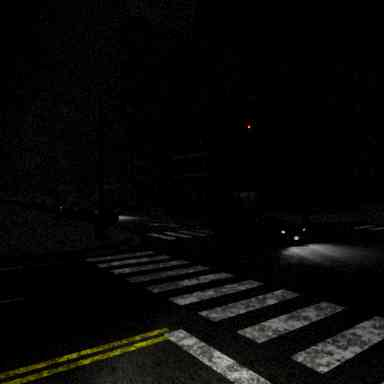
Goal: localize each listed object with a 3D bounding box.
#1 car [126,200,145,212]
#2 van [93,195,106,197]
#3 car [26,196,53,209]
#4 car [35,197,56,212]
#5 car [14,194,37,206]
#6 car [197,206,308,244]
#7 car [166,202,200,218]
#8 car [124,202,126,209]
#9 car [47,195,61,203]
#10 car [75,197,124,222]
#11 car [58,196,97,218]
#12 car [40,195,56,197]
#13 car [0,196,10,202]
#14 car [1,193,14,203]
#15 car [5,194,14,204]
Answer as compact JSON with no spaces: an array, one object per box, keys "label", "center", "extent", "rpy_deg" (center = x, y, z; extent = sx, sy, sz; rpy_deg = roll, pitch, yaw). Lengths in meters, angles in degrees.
[{"label":"car","center":[-7.054,1.595,39.330],"extent":[1.802,1.307,4.206],"rpy_deg":[0,0,-35]},{"label":"van","center":[-13.444,1.357,48.310],"extent":[1.690,1.788,3.998],"rpy_deg":[0,0,-35]},{"label":"car","center":[-19.982,1.535,43.657],"extent":[2.008,1.369,4.403],"rpy_deg":[0,0,-35]},{"label":"car","center":[-16.787,1.564,39.167],"extent":[1.802,1.307,4.206],"rpy_deg":[0,0,-35]},{"label":"car","center":[-26.373,1.432,52.637],"extent":[1.967,1.590,4.097],"rpy_deg":[0,0,-35]},{"label":"car","center":[2.812,1.545,16.077],"extent":[2.033,1.411,5.357],"rpy_deg":[0,0,-36]},{"label":"car","center":[-0.663,1.581,30.349],"extent":[1.947,1.339,4.313],"rpy_deg":[0,0,-35]},{"label":"car","center":[-8.732,1.539,32.226],"extent":[2.033,1.411,5.357],"rpy_deg":[0,0,-35]},{"label":"car","center":[-29.419,1.480,70.760],"extent":[1.967,1.590,4.097],"rpy_deg":[0,0,-35]},{"label":"car","center":[-7.202,1.423,25.697],"extent":[1.967,1.590,4.097],"rpy_deg":[0,0,-35]},{"label":"car","center":[-10.397,1.422,30.187],"extent":[1.967,1.590,4.097],"rpy_deg":[0,0,-35]},{"label":"car","center":[-21.581,1.475,50.402],"extent":[1.882,1.535,5.008],"rpy_deg":[0,0,-35]},{"label":"car","center":[-42.349,1.601,75.087],"extent":[1.802,1.307,4.206],"rpy_deg":[0,0,-35]},{"label":"car","center":[-39.153,1.558,70.597],"extent":[1.887,1.381,4.507],"rpy_deg":[0,0,-35]},{"label":"car","center":[-32.763,1.553,61.617],"extent":[2.008,1.369,4.403],"rpy_deg":[0,0,-35]}]
